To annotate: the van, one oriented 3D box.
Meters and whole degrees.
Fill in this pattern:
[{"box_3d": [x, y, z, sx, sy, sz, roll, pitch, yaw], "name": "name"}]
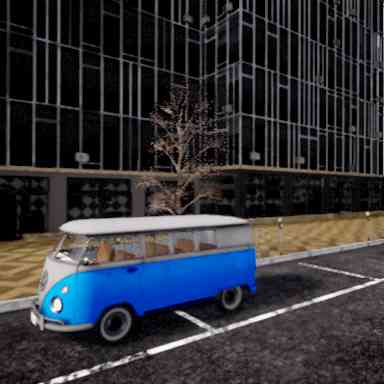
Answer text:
[{"box_3d": [-0.615, 1.350, 6.119, 3.998, 1.788, 1.690, 0, 0, -36], "name": "van"}]
